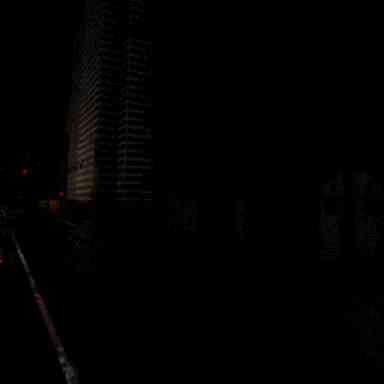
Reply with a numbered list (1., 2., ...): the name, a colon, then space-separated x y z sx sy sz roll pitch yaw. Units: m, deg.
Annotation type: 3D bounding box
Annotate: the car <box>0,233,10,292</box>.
1. car: -6.254 1.557 9.166 2.097 1.767 4.553 3 -3 -30
